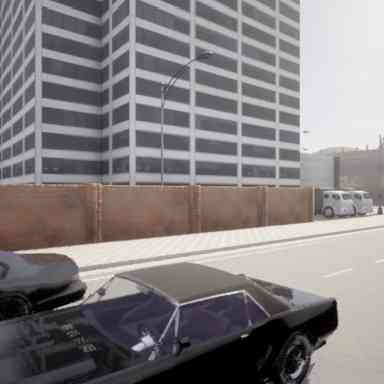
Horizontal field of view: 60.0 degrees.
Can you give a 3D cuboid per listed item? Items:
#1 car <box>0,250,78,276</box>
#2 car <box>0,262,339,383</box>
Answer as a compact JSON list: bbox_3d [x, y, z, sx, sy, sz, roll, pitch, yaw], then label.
[{"bbox_3d":[-4.428,1.547,5.032,5.357,1.411,2.033,0,0,-38],"label":"car"},{"bbox_3d":[-0.436,1.601,3.687,4.718,1.301,1.895,0,0,-38],"label":"car"}]
